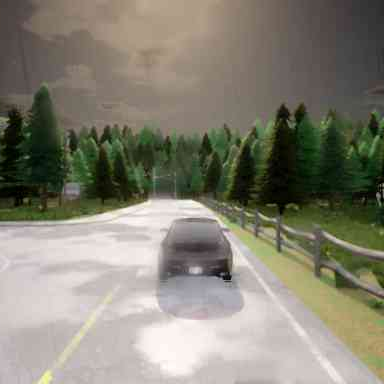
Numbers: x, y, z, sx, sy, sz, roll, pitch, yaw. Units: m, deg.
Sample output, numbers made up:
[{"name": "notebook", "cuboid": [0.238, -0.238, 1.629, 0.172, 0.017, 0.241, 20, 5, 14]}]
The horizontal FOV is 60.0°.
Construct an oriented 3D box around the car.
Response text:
[{"name": "car", "cuboid": [0.088, 1.503, 9.825, 1.837, 1.490, 4.892, 0, 0, 0]}]
